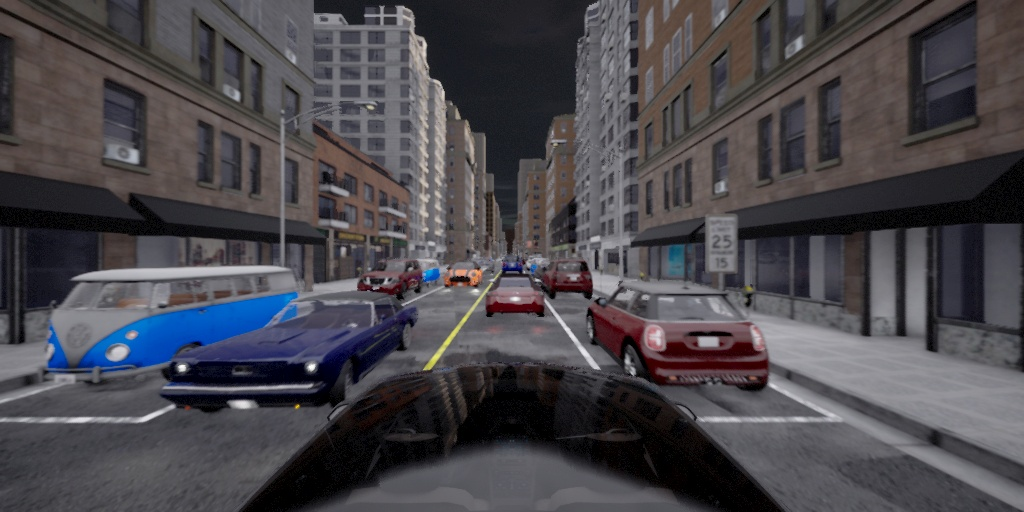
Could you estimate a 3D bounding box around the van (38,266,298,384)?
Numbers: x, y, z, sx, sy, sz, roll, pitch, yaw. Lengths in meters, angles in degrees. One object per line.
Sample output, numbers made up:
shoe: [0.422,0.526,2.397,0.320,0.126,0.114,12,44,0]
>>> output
van: [-5.855,1.094,6.795,1.690,1.789,3.998,0,0,0]

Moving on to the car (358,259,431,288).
car: [-5.852,1.073,17.968,2.192,1.841,5.009,0,0,0]

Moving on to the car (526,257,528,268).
car: [3.123,0.969,49.663,2.150,2.045,5.566,0,0,0]

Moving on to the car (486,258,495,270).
car: [-2.986,1.270,41.978,2.128,1.511,4.902,0,0,0]

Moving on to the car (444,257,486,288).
car: [-3.087,1.111,23.585,2.097,1.767,4.553,0,0,0]

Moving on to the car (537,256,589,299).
car: [2.674,1.074,17.980,2.192,1.841,5.009,0,0,0]

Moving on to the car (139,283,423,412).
car: [-3.071,1.354,6.216,1.895,1.301,4.718,0,0,-2]

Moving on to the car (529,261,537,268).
car: [2.678,1.309,29.151,2.007,1.370,4.403,0,0,0]

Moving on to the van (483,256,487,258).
van: [-5.837,1.065,62.658,1.690,1.789,3.998,0,0,0]

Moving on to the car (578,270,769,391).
car: [2.670,1.194,6.810,1.967,1.591,4.097,0,0,0]

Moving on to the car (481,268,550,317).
car: [0.105,1.322,13.271,1.994,1.385,4.181,0,0,0]

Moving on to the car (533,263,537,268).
car: [2.676,1.326,23.565,1.948,1.339,4.313,0,0,0]

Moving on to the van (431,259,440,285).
van: [-5.850,1.100,23.553,1.690,1.789,3.998,0,0,0]

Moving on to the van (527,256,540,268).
van: [2.679,1.096,34.737,1.690,1.789,3.998,0,0,0]

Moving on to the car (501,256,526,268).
car: [0.063,0.976,37.816,2.150,2.045,5.566,0,0,0]
